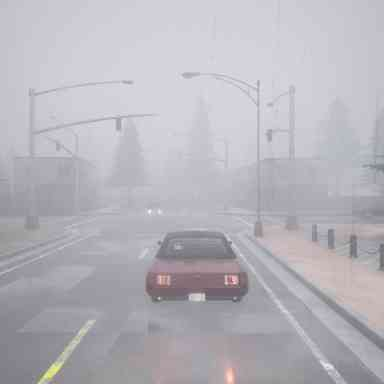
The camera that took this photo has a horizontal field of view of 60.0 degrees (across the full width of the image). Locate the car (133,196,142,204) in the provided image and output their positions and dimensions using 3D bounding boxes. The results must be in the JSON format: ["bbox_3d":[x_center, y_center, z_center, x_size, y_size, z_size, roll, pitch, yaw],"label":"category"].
[{"bbox_3d":[-9.568,1.443,61.890,1.882,1.535,5.008,0,0,-23],"label":"car"}]

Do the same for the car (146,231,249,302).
[{"bbox_3d":[0.075,1.601,8.188,1.895,1.301,4.718,0,0,-1],"label":"car"}]

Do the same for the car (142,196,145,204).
[{"bbox_3d":[-6.319,1.470,52.153,1.837,1.490,4.892,0,0,-15],"label":"car"}]

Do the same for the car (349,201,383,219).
[{"bbox_3d":[15.775,1.476,27.844,4.902,1.511,2.128,0,0,2],"label":"car"}]

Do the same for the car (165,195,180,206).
[{"bbox_3d":[-3.530,1.317,56.006,2.097,1.767,4.553,0,0,-16],"label":"car"}]

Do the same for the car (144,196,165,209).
[{"bbox_3d":[-4.818,1.530,43.404,1.994,1.385,4.181,0,0,-6],"label":"car"}]
